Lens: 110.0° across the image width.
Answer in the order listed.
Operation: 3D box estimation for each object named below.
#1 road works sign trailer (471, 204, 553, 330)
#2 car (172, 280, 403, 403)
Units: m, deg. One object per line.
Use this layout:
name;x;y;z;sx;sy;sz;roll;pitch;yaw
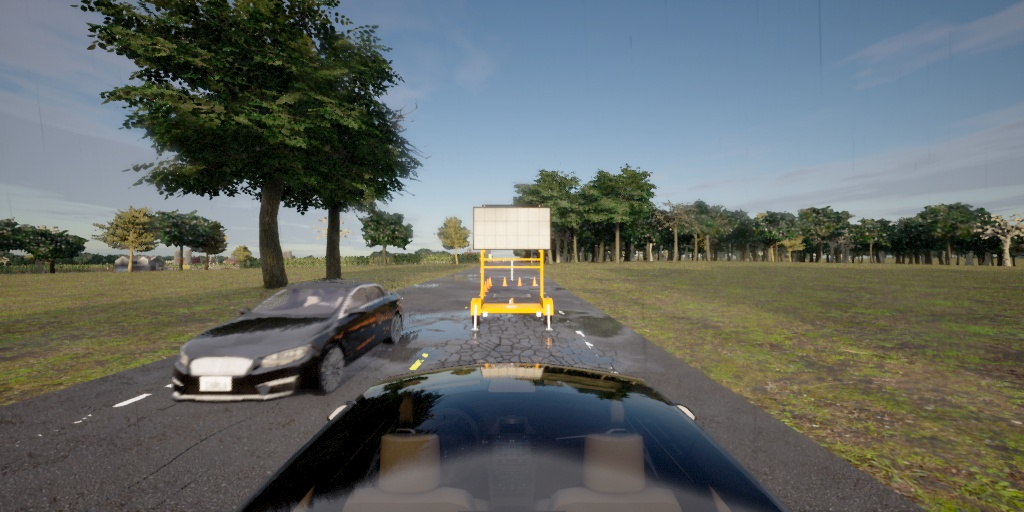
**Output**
road works sign trailer;0.001;0.218;11.112;2.380;3.560;2.880;0;0;0
car;-3.501;1.241;6.690;2.128;1.511;4.902;0;0;0
